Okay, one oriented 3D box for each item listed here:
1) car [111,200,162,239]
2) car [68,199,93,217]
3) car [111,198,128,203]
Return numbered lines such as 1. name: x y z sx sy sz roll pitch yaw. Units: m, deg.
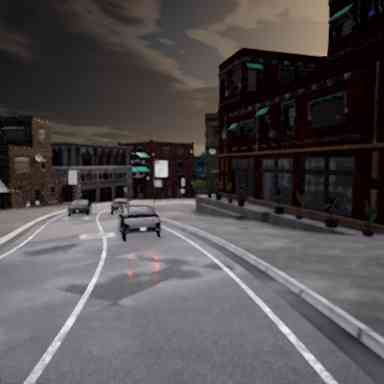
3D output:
1. car: -2.772 1.390 16.843 2.128 1.511 4.902 -2 1 -15
2. car: -10.727 1.440 32.088 1.882 1.535 5.008 -1 0 -12
3. car: -7.369 1.382 34.702 1.837 1.490 4.892 -1 0 -10
